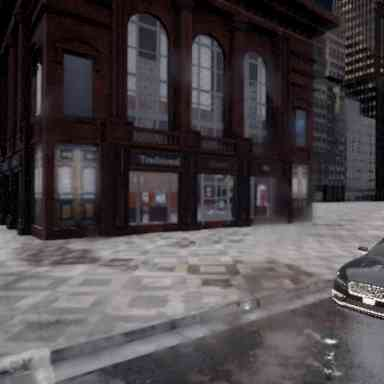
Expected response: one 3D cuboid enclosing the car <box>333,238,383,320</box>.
[{"bbox_3d":[4.875,1.558,6.870,4.892,1.490,1.837,0,0,-36],"label":"car"}]
